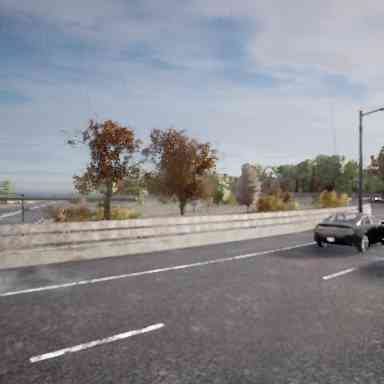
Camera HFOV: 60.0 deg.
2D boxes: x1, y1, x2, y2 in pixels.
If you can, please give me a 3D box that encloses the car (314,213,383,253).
[{"bbox_3d":[7.121,1.654,14.571,4.902,1.511,2.128,1,0,-44],"label":"car"}]
